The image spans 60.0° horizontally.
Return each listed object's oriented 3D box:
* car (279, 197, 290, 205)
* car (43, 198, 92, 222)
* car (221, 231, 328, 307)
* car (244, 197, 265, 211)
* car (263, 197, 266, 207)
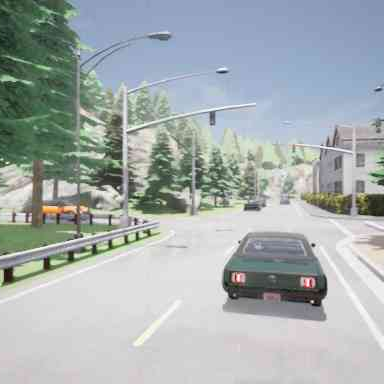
[{"bbox_3d":[17.229,1.612,61.794,2.033,1.411,5.357,0,0,16],"label":"car"},{"bbox_3d":[-10.322,1.388,26.521,4.553,1.767,2.097,0,0,15],"label":"car"},{"bbox_3d":[2.039,1.609,8.125,1.895,1.301,4.718,0,0,15],"label":"car"},{"bbox_3d":[7.561,1.642,41.236,1.895,1.301,4.718,0,0,16],"label":"car"},{"bbox_3d":[10.354,1.542,51.040,2.128,1.511,4.902,0,0,16],"label":"car"}]
